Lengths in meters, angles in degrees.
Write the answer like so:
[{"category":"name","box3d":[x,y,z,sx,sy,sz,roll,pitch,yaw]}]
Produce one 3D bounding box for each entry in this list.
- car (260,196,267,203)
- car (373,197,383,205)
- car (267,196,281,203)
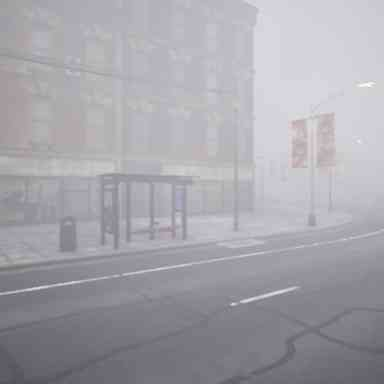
[{"category":"car","box3d":[11.408,1.058,65.136,2.033,1.411,5.357,0,0,-35]},{"category":"car","box3d":[31.644,1.354,53.760,2.002,1.452,4.674,0,0,-16]},{"category":"car","box3d":[15.430,1.456,65.502,1.994,1.385,4.181,0,0,-34]}]
